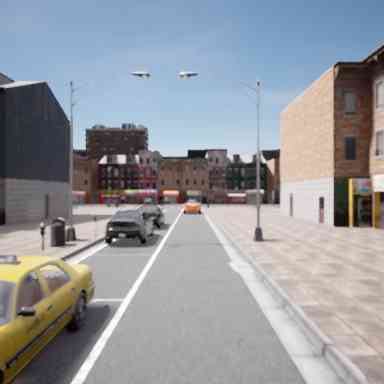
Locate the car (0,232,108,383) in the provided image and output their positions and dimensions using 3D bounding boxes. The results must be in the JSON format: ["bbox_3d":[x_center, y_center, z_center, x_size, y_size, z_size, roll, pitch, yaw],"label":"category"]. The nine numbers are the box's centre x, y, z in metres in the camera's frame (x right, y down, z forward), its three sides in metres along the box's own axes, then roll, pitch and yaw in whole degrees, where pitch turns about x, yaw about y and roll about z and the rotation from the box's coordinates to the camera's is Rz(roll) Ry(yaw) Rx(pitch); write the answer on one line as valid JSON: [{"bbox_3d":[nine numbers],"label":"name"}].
[{"bbox_3d":[-2.647,1.567,4.373,1.752,1.417,4.829,0,-1,0],"label":"car"}]

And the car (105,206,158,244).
[{"bbox_3d":[-3.029,1.663,16.830,1.837,1.490,4.892,0,-1,0],"label":"car"}]

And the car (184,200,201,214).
[{"bbox_3d":[0.049,1.763,42.290,2.097,1.767,4.553,0,-1,0],"label":"car"}]

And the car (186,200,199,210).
[{"bbox_3d":[0.079,2.055,53.768,1.812,1.442,4.674,0,-1,4],"label":"car"}]

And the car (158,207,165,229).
[{"bbox_3d":[-3.027,1.704,23.831,1.882,1.535,5.008,0,-1,0],"label":"car"}]
